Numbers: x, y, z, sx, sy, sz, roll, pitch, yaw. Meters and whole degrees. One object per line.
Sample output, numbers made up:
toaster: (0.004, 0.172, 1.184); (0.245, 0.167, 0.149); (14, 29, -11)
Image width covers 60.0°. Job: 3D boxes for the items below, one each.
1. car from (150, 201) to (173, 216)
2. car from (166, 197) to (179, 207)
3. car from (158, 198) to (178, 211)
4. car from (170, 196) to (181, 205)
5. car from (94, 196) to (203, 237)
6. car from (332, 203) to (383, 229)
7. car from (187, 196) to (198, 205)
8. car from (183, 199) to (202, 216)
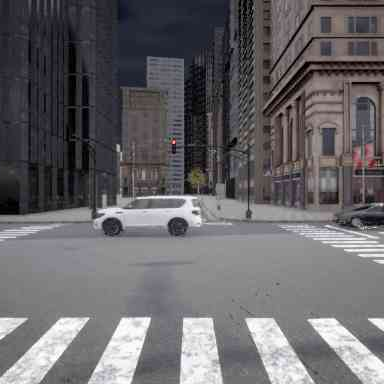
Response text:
car: (-3.057, 1.644, 33.822); (1.895, 1.301, 4.718); (0, 0, 0)
car: (-3.053, 1.593, 52.629); (1.837, 1.490, 4.892); (0, 0, 0)
car: (-3.064, 1.556, 43.218); (2.128, 1.511, 4.902); (0, 0, 0)
car: (-3.005, 1.597, 62.777); (1.882, 1.535, 5.008); (0, 0, 0)
car: (-2.247, 1.220, 17.613); (5.566, 2.045, 2.150); (0, 0, 0)
car: (11.450, 1.501, 20.965); (4.892, 1.490, 1.837); (0, 0, 1)
car: (0.096, 1.609, 62.134); (2.128, 1.511, 4.902); (0, 0, 0)
car: (0.065, 1.549, 33.997); (1.837, 1.490, 4.892); (-1, 0, 0)
